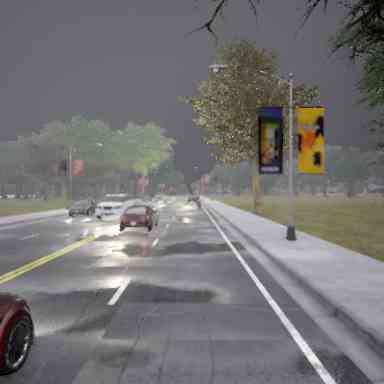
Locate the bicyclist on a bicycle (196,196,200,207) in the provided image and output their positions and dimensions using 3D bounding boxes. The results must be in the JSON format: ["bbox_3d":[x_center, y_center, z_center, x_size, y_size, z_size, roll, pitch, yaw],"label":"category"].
[{"bbox_3d":[0.913,1.418,48.598,0.582,1.620,1.656,0,0,0],"label":"bicyclist on a bicycle"}]

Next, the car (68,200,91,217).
[{"bbox_3d":[-9.830,1.482,30.709,1.837,1.490,4.892,0,0,0],"label":"car"}]

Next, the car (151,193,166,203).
[{"bbox_3d":[-6.472,1.154,68.372,2.150,2.045,5.566,0,0,0],"label":"car"}]

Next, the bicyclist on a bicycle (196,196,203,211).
[{"bbox_3d":[0.901,1.405,39.468,0.866,1.612,1.509,0,0,0],"label":"bicyclist on a bicycle"}]

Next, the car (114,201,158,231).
[{"bbox_3d":[-3.142,1.509,20.101,1.812,1.442,4.674,0,0,0],"label":"car"}]

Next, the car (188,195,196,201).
[{"bbox_3d":[0.033,1.438,81.900,1.882,1.535,5.008,0,0,0],"label":"car"}]

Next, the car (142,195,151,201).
[{"bbox_3d":[-9.721,1.414,72.394,2.128,1.511,4.902,0,0,0],"label":"car"}]

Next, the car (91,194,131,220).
[{"bbox_3d":[-6.585,1.196,28.618,2.150,2.045,5.566,0,0,0],"label":"car"}]

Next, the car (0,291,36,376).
[{"bbox_3d":[-3.149,1.562,2.912,1.994,1.385,4.181,0,0,0],"label":"car"}]

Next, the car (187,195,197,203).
[{"bbox_3d":[0.028,1.464,69.876,1.837,1.490,4.892,0,0,0],"label":"car"}]
